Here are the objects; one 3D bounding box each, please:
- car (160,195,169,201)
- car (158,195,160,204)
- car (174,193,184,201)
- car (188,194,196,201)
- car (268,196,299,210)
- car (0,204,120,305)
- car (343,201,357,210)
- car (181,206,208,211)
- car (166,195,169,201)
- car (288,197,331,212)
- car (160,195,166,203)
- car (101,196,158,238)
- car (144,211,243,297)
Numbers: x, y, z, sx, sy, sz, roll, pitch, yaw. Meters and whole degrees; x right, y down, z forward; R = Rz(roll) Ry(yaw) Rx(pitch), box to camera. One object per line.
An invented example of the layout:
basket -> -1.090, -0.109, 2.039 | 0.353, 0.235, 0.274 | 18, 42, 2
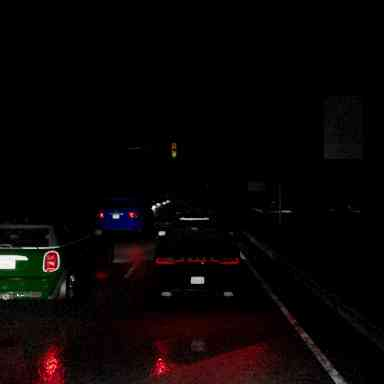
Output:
car -> -6.913, 1.459, 85.372 | 1.882, 1.535, 5.008 | 0, 0, 0
car -> -7.029, 1.505, 55.758 | 1.837, 1.490, 4.892 | 0, 0, 0
car -> -3.412, 1.218, 85.608 | 2.150, 2.045, 5.566 | 0, 0, 0
car -> 0.088, 1.348, 85.927 | 2.097, 1.767, 4.553 | 0, 0, 0
car -> 11.989, 1.352, 41.936 | 4.553, 1.767, 2.097 | 0, 0, 3
car -> -3.392, 1.352, 8.234 | 2.097, 1.767, 4.553 | 0, 0, 0
car -> 20.570, 1.562, 41.446 | 4.181, 1.385, 1.994 | 0, 0, 3
car -> 0.119, 1.492, 18.108 | 2.128, 1.511, 4.902 | 0, 0, 0
car -> -6.923, 1.478, 75.347 | 1.882, 1.535, 5.008 | 0, 0, 0
car -> 13.746, 1.564, 38.328 | 4.181, 1.385, 1.994 | 0, 0, 3
car -> -6.964, 1.547, 65.538 | 2.033, 1.411, 5.357 | 0, 0, 1
car -> -3.402, 1.221, 17.852 | 2.150, 2.045, 5.566 | 0, 0, 1
car -> 0.109, 1.478, 8.609 | 1.882, 1.535, 5.008 | 0, 0, 0
